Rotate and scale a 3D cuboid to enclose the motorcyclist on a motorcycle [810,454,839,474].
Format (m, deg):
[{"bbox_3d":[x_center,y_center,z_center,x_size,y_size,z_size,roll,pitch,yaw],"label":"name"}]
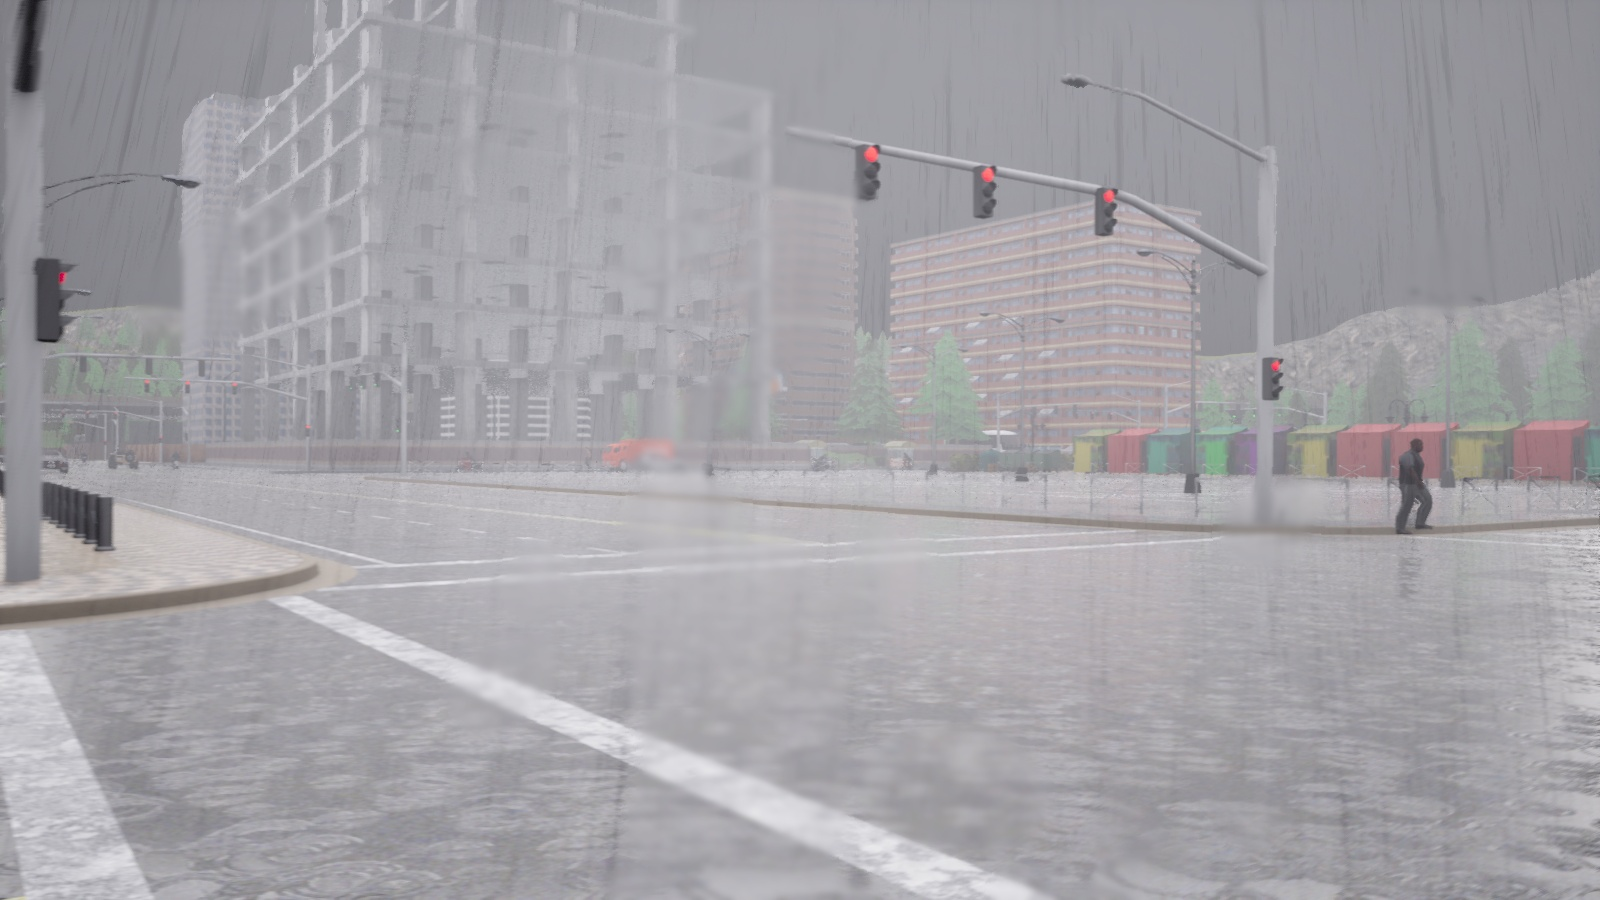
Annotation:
[{"bbox_3d":[1.879,1.059,96.949,2.191,1.530,0.866,0,0,-35],"label":"motorcyclist on a motorcycle"}]

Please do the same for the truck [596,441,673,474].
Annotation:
[{"bbox_3d":[-12.557,0.542,95.425,5.204,2.467,2.627,0,0,-35],"label":"truck"}]

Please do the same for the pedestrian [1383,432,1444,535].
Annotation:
[{"bbox_3d":[11.386,0.613,23.318,0.563,1.883,0.849,0,0,-41],"label":"pedestrian"}]

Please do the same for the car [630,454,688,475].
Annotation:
[{"bbox_3d":[-9.924,1.018,88.726,3.633,1.501,1.845,0,0,-35],"label":"car"}]

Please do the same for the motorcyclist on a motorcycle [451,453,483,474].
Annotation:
[{"bbox_3d":[-24.266,1.006,91.530,2.044,1.523,0.797,0,0,-35],"label":"motorcyclist on a motorcycle"}]
